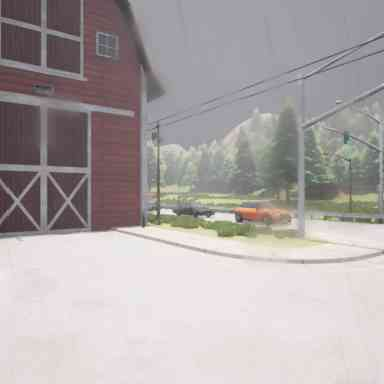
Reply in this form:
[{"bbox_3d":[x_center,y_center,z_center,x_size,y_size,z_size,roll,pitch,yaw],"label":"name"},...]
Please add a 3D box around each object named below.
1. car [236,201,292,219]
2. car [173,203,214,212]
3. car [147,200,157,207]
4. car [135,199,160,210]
[{"bbox_3d":[5.405,1.524,25.577,2.097,1.767,4.553,0,0,-34],"label":"car"},{"bbox_3d":[0.026,1.770,33.435,2.033,1.411,5.357,0,0,-34],"label":"car"},{"bbox_3d":[-5.594,1.839,41.650,1.994,1.385,4.181,0,0,-35],"label":"car"},{"bbox_3d":[-6.640,1.847,49.556,1.812,1.442,4.674,0,0,-34],"label":"car"}]
